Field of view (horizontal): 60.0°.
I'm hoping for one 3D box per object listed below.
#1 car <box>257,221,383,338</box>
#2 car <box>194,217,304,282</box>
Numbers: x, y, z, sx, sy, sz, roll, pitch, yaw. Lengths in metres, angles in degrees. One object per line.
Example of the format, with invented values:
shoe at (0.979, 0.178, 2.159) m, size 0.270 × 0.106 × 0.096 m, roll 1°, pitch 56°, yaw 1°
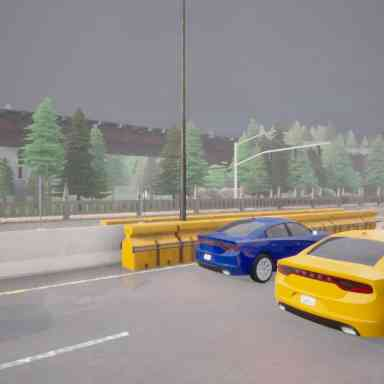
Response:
car at (3.762, 1.478, 6.441) m, size 5.008 × 1.535 × 1.882 m, roll 0°, pitch 0°, yaw -35°
car at (2.399, 1.478, 9.770) m, size 5.008 × 1.535 × 1.882 m, roll 0°, pitch 0°, yaw -36°
